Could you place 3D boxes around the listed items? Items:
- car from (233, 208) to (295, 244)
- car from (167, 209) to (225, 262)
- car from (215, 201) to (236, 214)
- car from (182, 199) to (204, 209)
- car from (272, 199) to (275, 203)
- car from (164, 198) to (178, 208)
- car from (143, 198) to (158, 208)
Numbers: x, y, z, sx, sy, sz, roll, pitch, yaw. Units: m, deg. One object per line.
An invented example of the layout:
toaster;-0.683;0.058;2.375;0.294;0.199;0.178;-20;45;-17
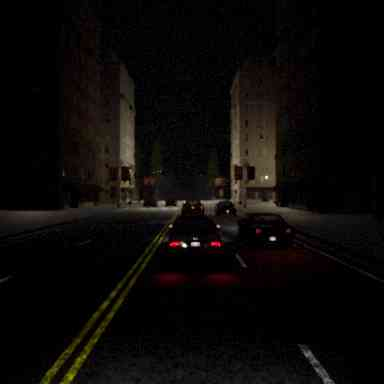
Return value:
car;3.353;1.652;15.992;1.895;1.301;4.718;0;0;0
car;0.099;1.587;12.296;2.033;1.411;5.357;0;0;0
car;3.346;1.633;33.413;1.812;1.442;4.674;0;0;0
car;0.095;1.456;31.975;2.097;1.767;4.553;0;0;0
car;18.904;1.641;69.683;4.097;1.590;1.967;0;0;0
car;-3.273;1.678;53.088;1.837;1.490;4.892;0;-1;0
car;-6.529;1.646;52.597;1.882;1.535;5.008;0;-1;0
